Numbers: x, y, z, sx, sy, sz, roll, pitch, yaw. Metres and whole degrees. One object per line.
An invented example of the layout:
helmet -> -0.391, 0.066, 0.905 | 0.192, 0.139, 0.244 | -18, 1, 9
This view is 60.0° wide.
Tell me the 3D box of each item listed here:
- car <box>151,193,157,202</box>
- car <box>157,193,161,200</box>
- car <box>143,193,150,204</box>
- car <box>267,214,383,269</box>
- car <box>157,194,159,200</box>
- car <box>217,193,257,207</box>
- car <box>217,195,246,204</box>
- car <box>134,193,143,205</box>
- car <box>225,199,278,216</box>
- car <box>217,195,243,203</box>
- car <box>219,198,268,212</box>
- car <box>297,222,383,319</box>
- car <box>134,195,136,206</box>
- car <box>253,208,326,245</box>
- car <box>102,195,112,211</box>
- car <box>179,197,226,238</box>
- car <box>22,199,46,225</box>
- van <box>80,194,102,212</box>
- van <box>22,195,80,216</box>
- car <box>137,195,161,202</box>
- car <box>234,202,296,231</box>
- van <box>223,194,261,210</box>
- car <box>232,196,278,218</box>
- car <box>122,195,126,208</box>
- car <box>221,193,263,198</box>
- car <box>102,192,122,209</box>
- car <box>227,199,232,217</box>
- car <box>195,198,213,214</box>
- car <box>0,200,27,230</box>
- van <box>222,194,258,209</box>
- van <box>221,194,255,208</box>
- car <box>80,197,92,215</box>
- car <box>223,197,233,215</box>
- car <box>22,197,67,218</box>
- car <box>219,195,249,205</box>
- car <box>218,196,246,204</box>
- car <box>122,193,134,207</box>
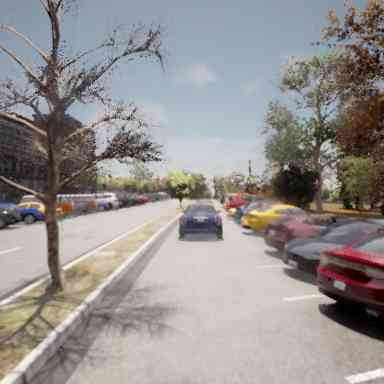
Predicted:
car -> -10.322, 1.498, 68.026 | 5.008, 1.535, 2.097 | -1, 0, -17
car -> -9.982, 1.237, 74.043 | 5.566, 2.045, 2.435 | -1, 0, -17
car -> -10.830, 1.243, 59.026 | 5.566, 2.045, 2.435 | -1, 0, -17
car -> 4.912, 1.517, 9.481 | 4.792, 1.488, 2.163 | 1, 0, -19
car -> -10.136, 1.536, 71.046 | 4.674, 1.452, 2.002 | -1, 0, -17
car -> 6.939, 1.242, 51.056 | 5.566, 2.045, 2.435 | 1, 0, -17
car -> 7.971, 1.495, 66.793 | 5.366, 1.575, 1.946 | 1, 0, -17
car -> -11.171, 1.241, 53.021 | 5.566, 2.045, 2.435 | -1, 0, -17
car -> 5.896, 1.519, 33.202 | 4.792, 1.488, 2.163 | 1, 0, -17
car -> 7.982, 1.498, 70.122 | 4.892, 1.521, 2.231 | 1, 0, -17
car -> 6.073, 1.486, 39.101 | 5.366, 1.575, 1.946 | 1, 0, -17
car -> 4.880, 1.487, 6.536 | 5.008, 1.535, 2.097 | 1, 0, -19
car -> -11.334, 1.521, 50.018 | 4.792, 1.488, 2.163 | -1, 0, -17
car -> 5.043, 1.518, 12.473 | 4.792, 1.488, 2.163 | 1, 0, -18
car -> -12.040, 1.488, 38.005 | 5.008, 1.535, 2.097 | -1, 0, -17
car -> 0.485, 1.357, 17.841 | 2.097, 1.767, 4.553 | 0, 0, 2
car -> -12.843, 1.481, 22.967 | 5.008, 1.535, 2.097 | -1, 0, -18
van -> -12.098, 1.259, 35.040 | 4.442, 1.987, 1.878 | -1, 0, -17
van -> -12.425, 1.257, 29.024 | 4.442, 1.987, 1.878 | -1, 0, -17
car -> -9.950, 1.474, 77.021 | 5.366, 1.575, 1.946 | -1, 1, -17
car -> 5.199, 1.488, 18.382 | 5.008, 1.535, 2.097 | 1, 0, -18
van -> 6.309, 1.264, 42.091 | 4.442, 1.987, 1.878 | 1, 0, -17
car -> 5.300, 1.363, 21.336 | 4.553, 1.767, 2.185 | 1, 0, -17
car -> -11.702, 1.490, 44.006 | 5.008, 1.535, 2.097 | -1, 0, -17
car -> 5.790, 1.239, 30.255 | 5.566, 2.045, 2.435 | 1, 0, -17
car -> -11.896, 1.238, 40.994 | 5.566, 2.045, 2.435 | -1, 0, -17
car -> 5.456, 1.490, 24.310 | 4.892, 1.521, 2.231 | 1, 0, -17
car -> 1.338, 1.487, 35.870 | 1.882, 1.535, 5.008 | 0, 0, 3
car -> -12.955, 1.480, 19.950 | 4.892, 1.521, 2.231 | -1, 0, -18
van -> 6.472, 1.265, 45.065 | 4.442, 1.987, 1.878 | 1, 0, -17
van -> 6.635, 1.265, 48.038 | 4.442, 1.987, 1.878 | 1, 0, -17
car -> -12.398, 1.515, 31.983 | 4.792, 1.488, 2.163 | -1, 0, -17
car -> 5.432, 1.484, 27.216 | 5.366, 1.575, 1.946 | 1, 0, -17
car -> -12.864, 1.482, 25.916 | 5.366, 1.575, 1.946 | -1, 0, -17
car -> 7.212, 1.368, 56.985 | 4.553, 1.767, 2.185 | 1, 0, -17
car -> 7.576, 1.525, 63.334 | 4.792, 1.488, 2.163 | 1, 0, -17
car -> -11.559, 1.240, 46.992 | 5.566, 2.045, 2.435 | -1, 0, -17
